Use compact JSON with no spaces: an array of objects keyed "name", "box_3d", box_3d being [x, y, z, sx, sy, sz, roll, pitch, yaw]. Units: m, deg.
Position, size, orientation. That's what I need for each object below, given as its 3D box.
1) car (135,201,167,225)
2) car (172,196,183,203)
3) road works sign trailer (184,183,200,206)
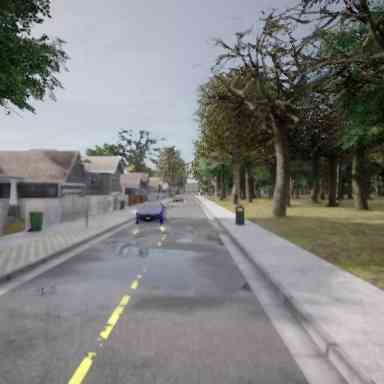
[{"name":"car","box_3d":[-2.853,1.425,24.035,1.882,1.535,5.008,0,0,0]},{"name":"car","box_3d":[-2.783,1.439,64.868,1.994,1.385,4.181,0,0,0]},{"name":"road works sign trailer","box_3d":[-0.014,0.366,51.117,2.380,3.560,2.880,0,0,0]}]
